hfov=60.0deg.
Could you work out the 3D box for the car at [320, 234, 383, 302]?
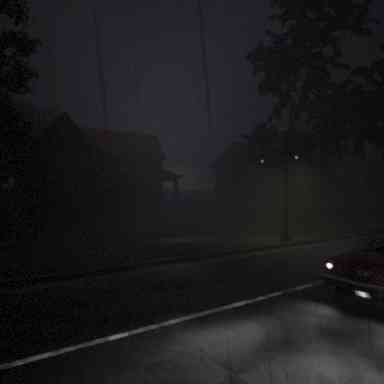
[{"bbox_3d":[5.011,1.615,7.531,4.718,1.301,1.895,0,0,-35],"label":"car"}]
